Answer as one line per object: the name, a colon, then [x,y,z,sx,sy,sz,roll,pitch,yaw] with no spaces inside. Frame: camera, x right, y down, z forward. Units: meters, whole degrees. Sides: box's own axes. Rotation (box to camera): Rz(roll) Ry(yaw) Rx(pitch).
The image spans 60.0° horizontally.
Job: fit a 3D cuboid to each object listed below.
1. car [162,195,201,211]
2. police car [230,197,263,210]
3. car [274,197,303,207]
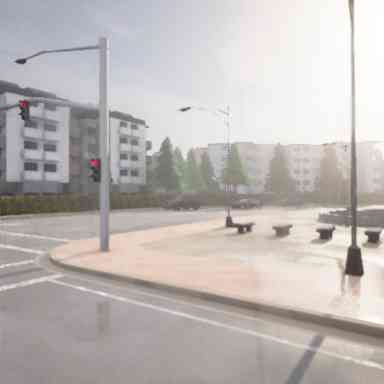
car: [-1.248,1.372,42.899,5.566,2.045,2.150,0,0,-43]
police car: [7.458,1.543,45.521,5.238,1.638,1.930,0,0,-33]
car: [15.573,1.615,53.556,4.902,1.511,2.128,0,0,-20]
